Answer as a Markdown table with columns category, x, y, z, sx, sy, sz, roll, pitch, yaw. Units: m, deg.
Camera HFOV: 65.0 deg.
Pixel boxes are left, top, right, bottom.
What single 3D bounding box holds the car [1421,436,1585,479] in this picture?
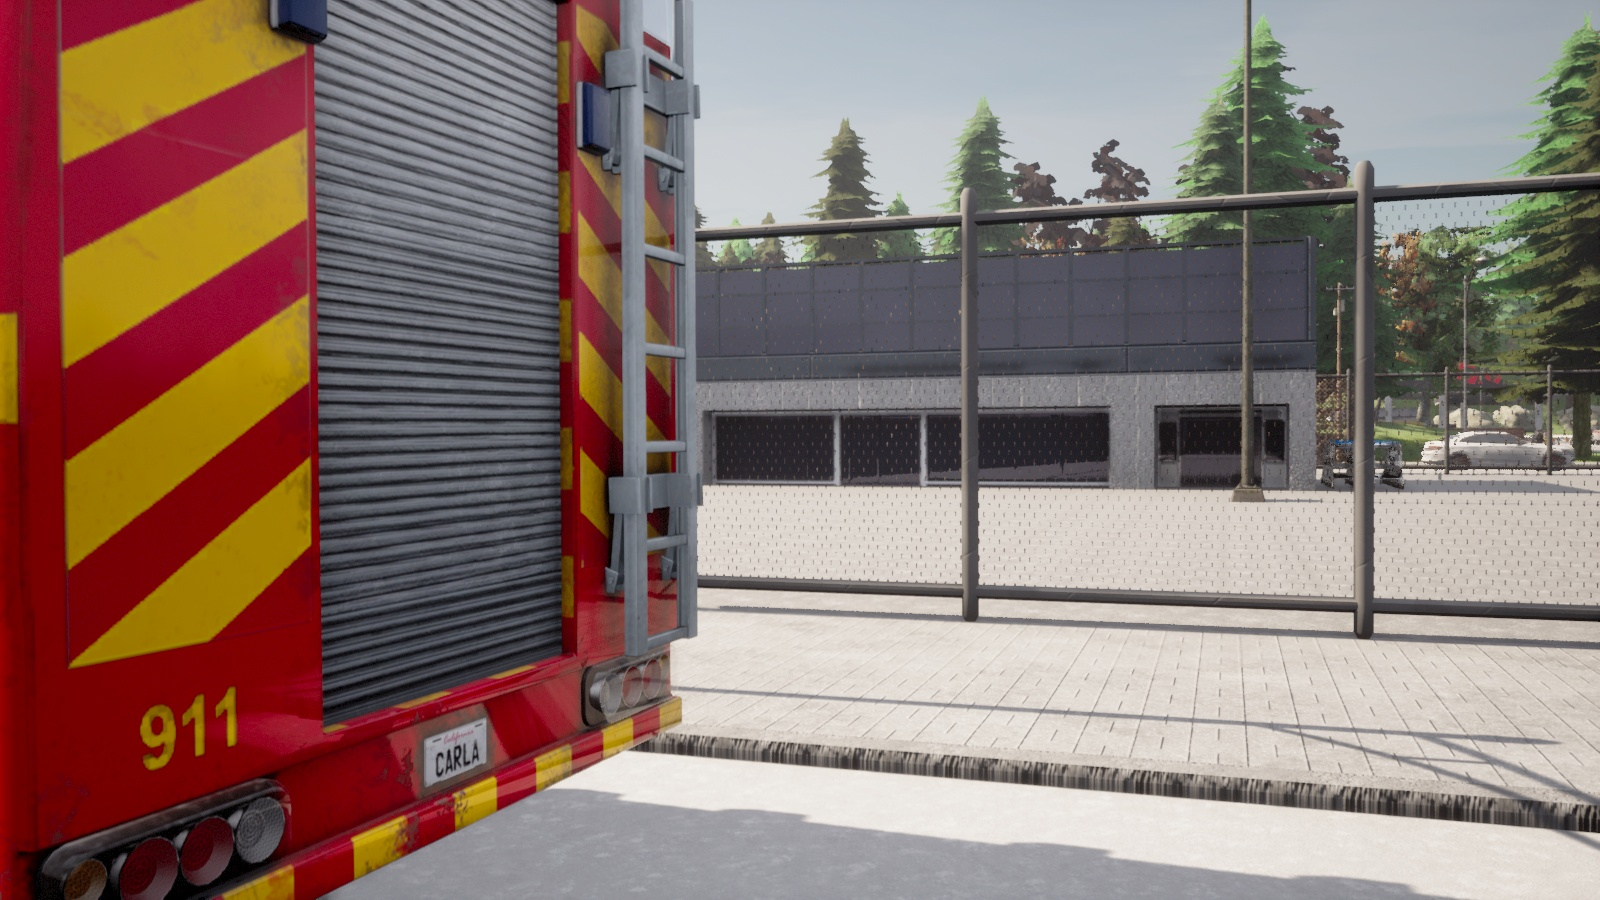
| category | x | y | z | sx | sy | sz | roll | pitch | yaw |
| --- | --- | --- | --- | --- | --- | --- | --- | --- | --- |
| car | 24.169 | 0.235 | 43.348 | 4.674 | 1.442 | 1.812 | 0 | 1 | 18 |

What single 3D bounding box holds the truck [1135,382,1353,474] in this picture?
| category | x | y | z | sx | sy | sz | roll | pitch | yaw |
| --- | --- | --- | --- | --- | --- | --- | --- | --- | --- |
| truck | 17.493 | -0.887 | 49.853 | 7.936 | 3.462 | 2.891 | 1 | 1 | 19 |

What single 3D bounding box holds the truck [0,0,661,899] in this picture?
| category | x | y | z | sx | sy | sz | roll | pitch | yaw |
| --- | --- | --- | --- | --- | --- | --- | --- | --- | --- |
| truck | -5.035 | -0.431 | 5.341 | 8.468 | 3.827 | 2.891 | 0 | 1 | 22 |
